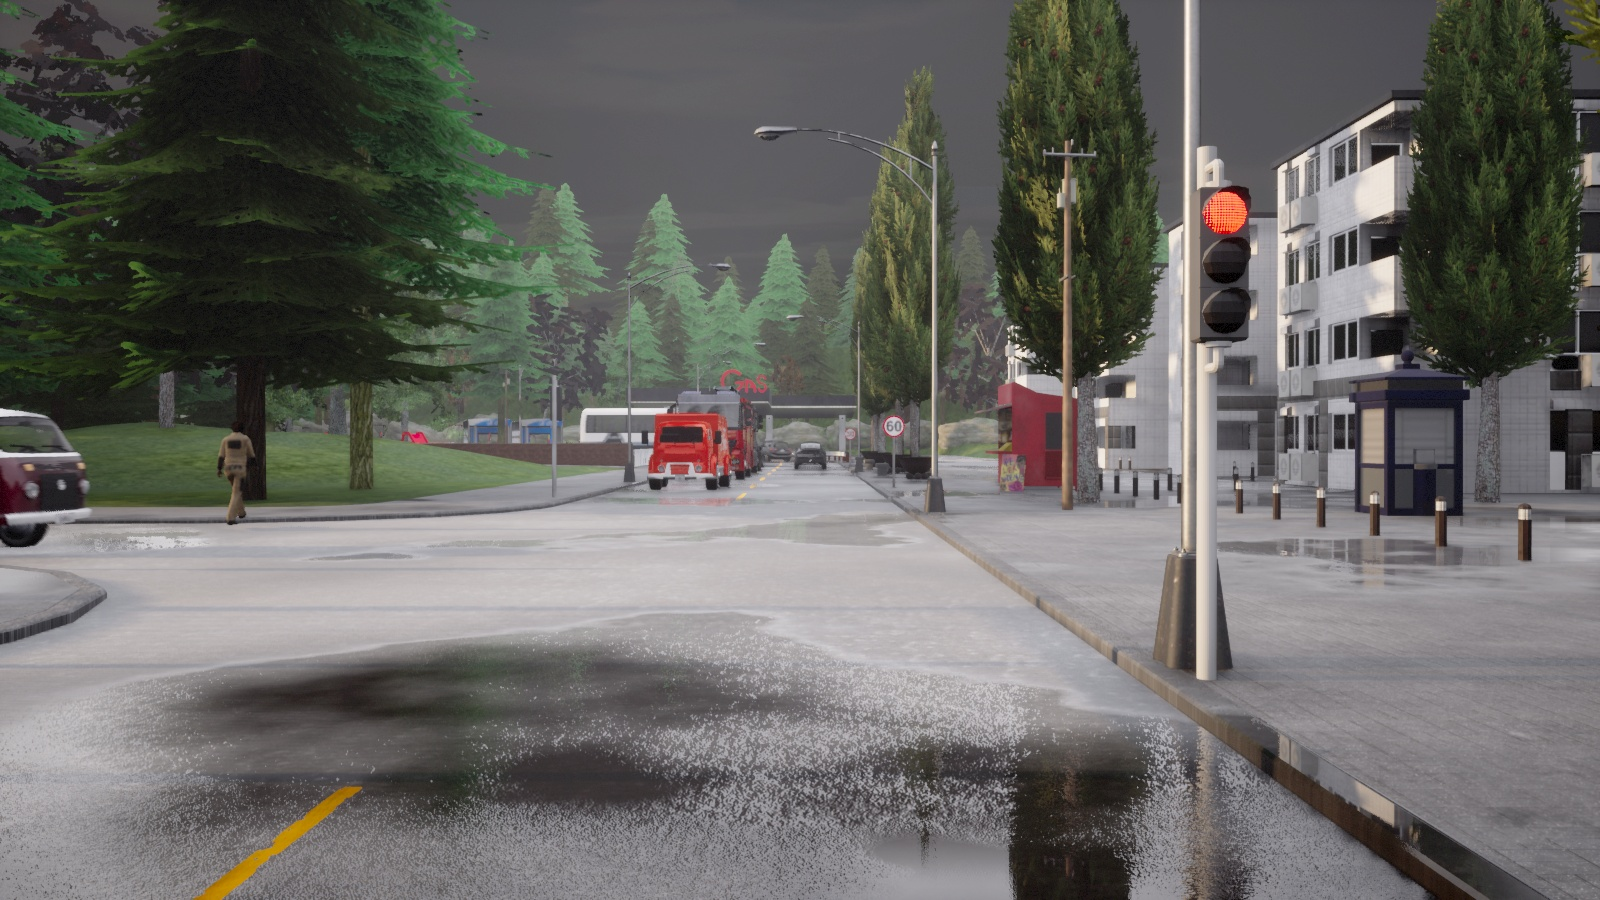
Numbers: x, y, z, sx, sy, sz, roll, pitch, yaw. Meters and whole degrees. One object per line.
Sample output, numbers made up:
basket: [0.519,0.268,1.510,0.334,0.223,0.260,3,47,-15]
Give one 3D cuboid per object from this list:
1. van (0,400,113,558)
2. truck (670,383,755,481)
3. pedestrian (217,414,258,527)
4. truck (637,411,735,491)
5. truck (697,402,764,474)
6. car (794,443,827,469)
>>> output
van: [-12.258,0.363,17.263,4.480,2.038,2.069,0,0,0]
truck: [-3.575,-0.721,53.228,2.891,3.827,8.468,0,0,1]
pedestrian: [-9.754,0.347,21.777,0.396,1.930,0.692,0,0,0]
truck: [-3.652,0.024,41.332,2.627,2.467,5.204,0,0,1]
truck: [-3.469,-0.603,64.590,2.891,3.462,7.936,0,0,1]
car: [0.612,0.337,73.445,1.837,1.490,4.892,0,0,1]
